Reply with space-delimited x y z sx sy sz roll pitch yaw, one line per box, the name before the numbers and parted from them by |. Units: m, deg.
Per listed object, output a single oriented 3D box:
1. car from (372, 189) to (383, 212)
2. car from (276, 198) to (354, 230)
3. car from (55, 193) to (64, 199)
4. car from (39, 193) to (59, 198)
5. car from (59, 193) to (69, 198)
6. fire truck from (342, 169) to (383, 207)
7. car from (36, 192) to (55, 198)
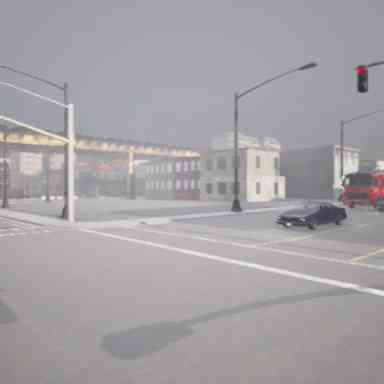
car | 17.806 0.797 28.714 4.553 1.767 2.097 -2 1 -41
car | 7.142 1.292 19.470 5.357 1.411 2.033 -1 1 -41
car | -33.071 0.947 85.993 2.038 1.542 4.974 0 0 -11
car | -36.827 0.799 85.582 4.536 1.218 1.853 0 0 19
car | -33.081 0.789 86.043 1.853 1.218 4.536 0 0 -11
fire truck | 18.583 -0.325 33.901 8.468 3.827 2.891 -2 1 -41
car | -36.777 0.956 85.566 4.974 1.542 2.038 0 0 19
